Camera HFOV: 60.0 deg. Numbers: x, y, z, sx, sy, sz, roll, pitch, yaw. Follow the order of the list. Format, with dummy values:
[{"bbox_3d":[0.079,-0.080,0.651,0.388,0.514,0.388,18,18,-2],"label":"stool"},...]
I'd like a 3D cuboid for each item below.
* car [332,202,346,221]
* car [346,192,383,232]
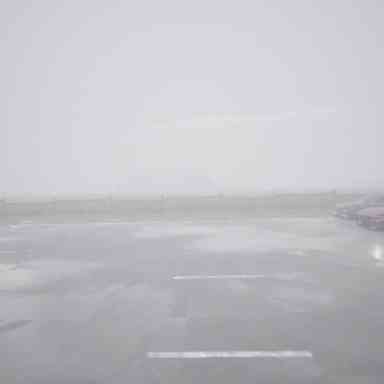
[{"bbox_3d":[9.444,0.740,16.297,4.892,1.490,1.837,-2,2,2],"label":"car"},{"bbox_3d":[8.992,0.829,12.813,5.008,1.535,1.882,-2,2,2],"label":"car"}]
